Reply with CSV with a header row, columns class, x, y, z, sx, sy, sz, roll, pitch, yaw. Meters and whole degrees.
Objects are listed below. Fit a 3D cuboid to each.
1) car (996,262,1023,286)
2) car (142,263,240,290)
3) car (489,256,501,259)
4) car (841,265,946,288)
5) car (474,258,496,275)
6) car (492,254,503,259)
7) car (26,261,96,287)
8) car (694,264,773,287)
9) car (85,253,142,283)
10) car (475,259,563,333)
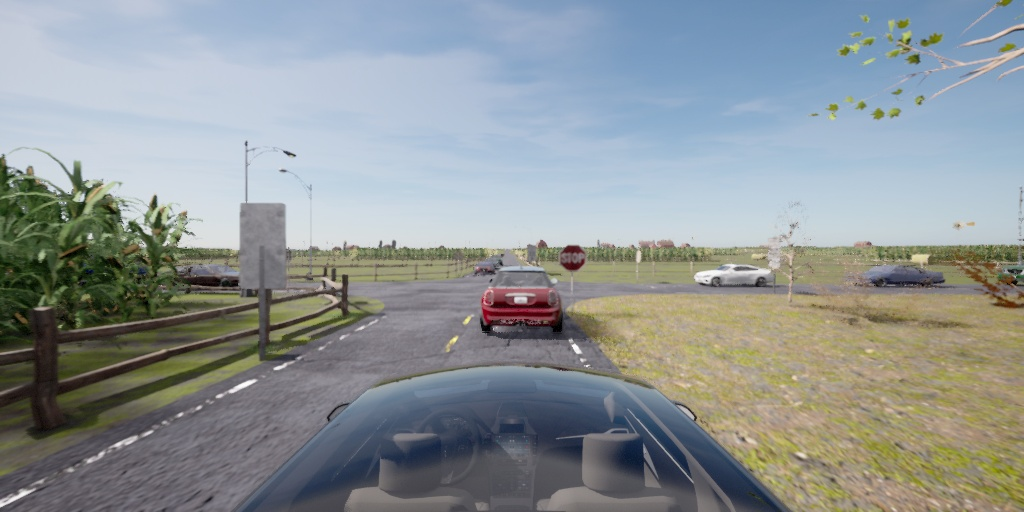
class,x,y,z,sx,sy,sz,roll,pitch,yaw
car,35.787,1.014,23.631,5.566,2.045,2.150,0,0,0
car,-17.386,1.201,20.580,5.357,1.411,2.033,0,0,0
car,-2.837,1.086,49.104,1.837,1.490,4.892,0,1,0
car,25.058,1.309,23.627,5.357,1.411,2.033,0,0,0
car,-2.837,1.201,37.360,1.994,1.385,4.181,0,0,-2
car,-2.787,0.728,63.998,2.150,2.045,5.566,0,0,0
car,-27.467,1.168,20.554,5.357,1.411,2.033,0,0,0
car,14.510,1.257,23.603,4.674,1.442,1.812,0,0,0
car,-27.204,0.822,23.482,5.566,2.045,2.150,0,0,0
car,0.340,1.081,10.827,2.097,1.767,4.553,0,0,3
